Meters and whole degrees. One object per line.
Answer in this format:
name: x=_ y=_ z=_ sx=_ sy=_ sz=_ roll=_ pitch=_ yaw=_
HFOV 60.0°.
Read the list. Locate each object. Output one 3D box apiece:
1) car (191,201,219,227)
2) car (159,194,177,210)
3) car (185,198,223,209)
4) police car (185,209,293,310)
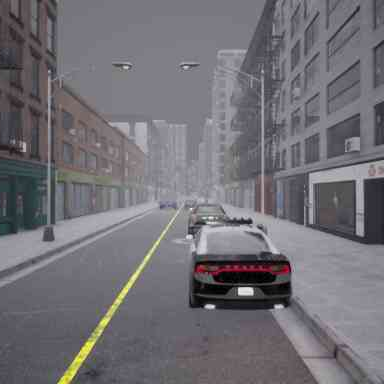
car: x=0.827 y=1.496 z=24.148 sx=1.801 sy=1.575 sz=5.366 roll=0 pitch=0 yaw=0
car: x=-3.138 y=1.319 z=44.758 sx=2.150 sy=2.045 sz=5.566 roll=0 pitch=0 yaw=0
car: x=0.846 y=1.378 z=17.928 sx=2.097 sy=1.767 sz=4.553 roll=0 pitch=0 yaw=0
police car: x=0.877 y=1.436 z=8.067 sx=1.930 sy=1.638 sz=5.238 roll=0 pitch=0 yaw=0
